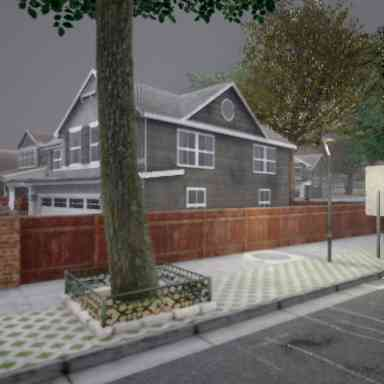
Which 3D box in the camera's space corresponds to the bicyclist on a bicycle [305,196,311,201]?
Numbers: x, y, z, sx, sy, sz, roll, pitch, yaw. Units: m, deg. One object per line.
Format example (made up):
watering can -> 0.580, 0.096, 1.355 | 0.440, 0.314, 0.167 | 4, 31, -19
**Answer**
bicyclist on a bicycle -> 12.577, 1.262, 36.072 | 0.582, 1.620, 1.656 | 1, 1, 43
